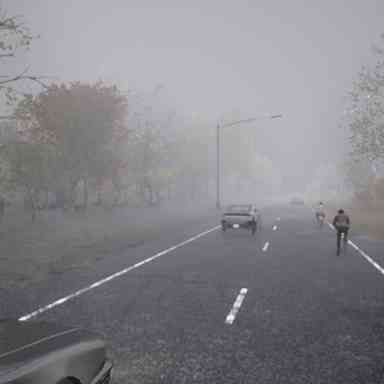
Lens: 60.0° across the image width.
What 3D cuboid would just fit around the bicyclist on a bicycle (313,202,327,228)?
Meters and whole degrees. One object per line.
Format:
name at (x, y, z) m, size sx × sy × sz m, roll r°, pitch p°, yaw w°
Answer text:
bicyclist on a bicycle at (8.124, 1.427, 21.047) m, size 0.866 × 1.612 × 1.509 m, roll 0°, pitch 0°, yaw 16°

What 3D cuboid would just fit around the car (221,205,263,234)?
car at (2.947, 1.482, 19.084) m, size 2.128 × 1.511 × 4.902 m, roll 0°, pitch 0°, yaw 17°

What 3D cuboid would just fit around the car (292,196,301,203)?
car at (22.169, 1.498, 70.857) m, size 1.812 × 1.442 × 4.674 m, roll 0°, pitch 0°, yaw 17°

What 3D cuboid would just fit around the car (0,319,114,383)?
car at (-2.417, 1.546, 1.350) m, size 2.033 × 1.411 × 5.357 m, roll 0°, pitch 0°, yaw 17°

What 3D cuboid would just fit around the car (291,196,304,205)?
car at (18.181, 1.541, 57.322) m, size 1.994 × 1.385 × 4.181 m, roll 0°, pitch 0°, yaw 17°

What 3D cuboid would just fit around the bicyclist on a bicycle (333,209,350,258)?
bicyclist on a bicycle at (5.281, 1.448, 11.720) m, size 0.582 × 1.620 × 1.656 m, roll 0°, pitch 0°, yaw 17°
